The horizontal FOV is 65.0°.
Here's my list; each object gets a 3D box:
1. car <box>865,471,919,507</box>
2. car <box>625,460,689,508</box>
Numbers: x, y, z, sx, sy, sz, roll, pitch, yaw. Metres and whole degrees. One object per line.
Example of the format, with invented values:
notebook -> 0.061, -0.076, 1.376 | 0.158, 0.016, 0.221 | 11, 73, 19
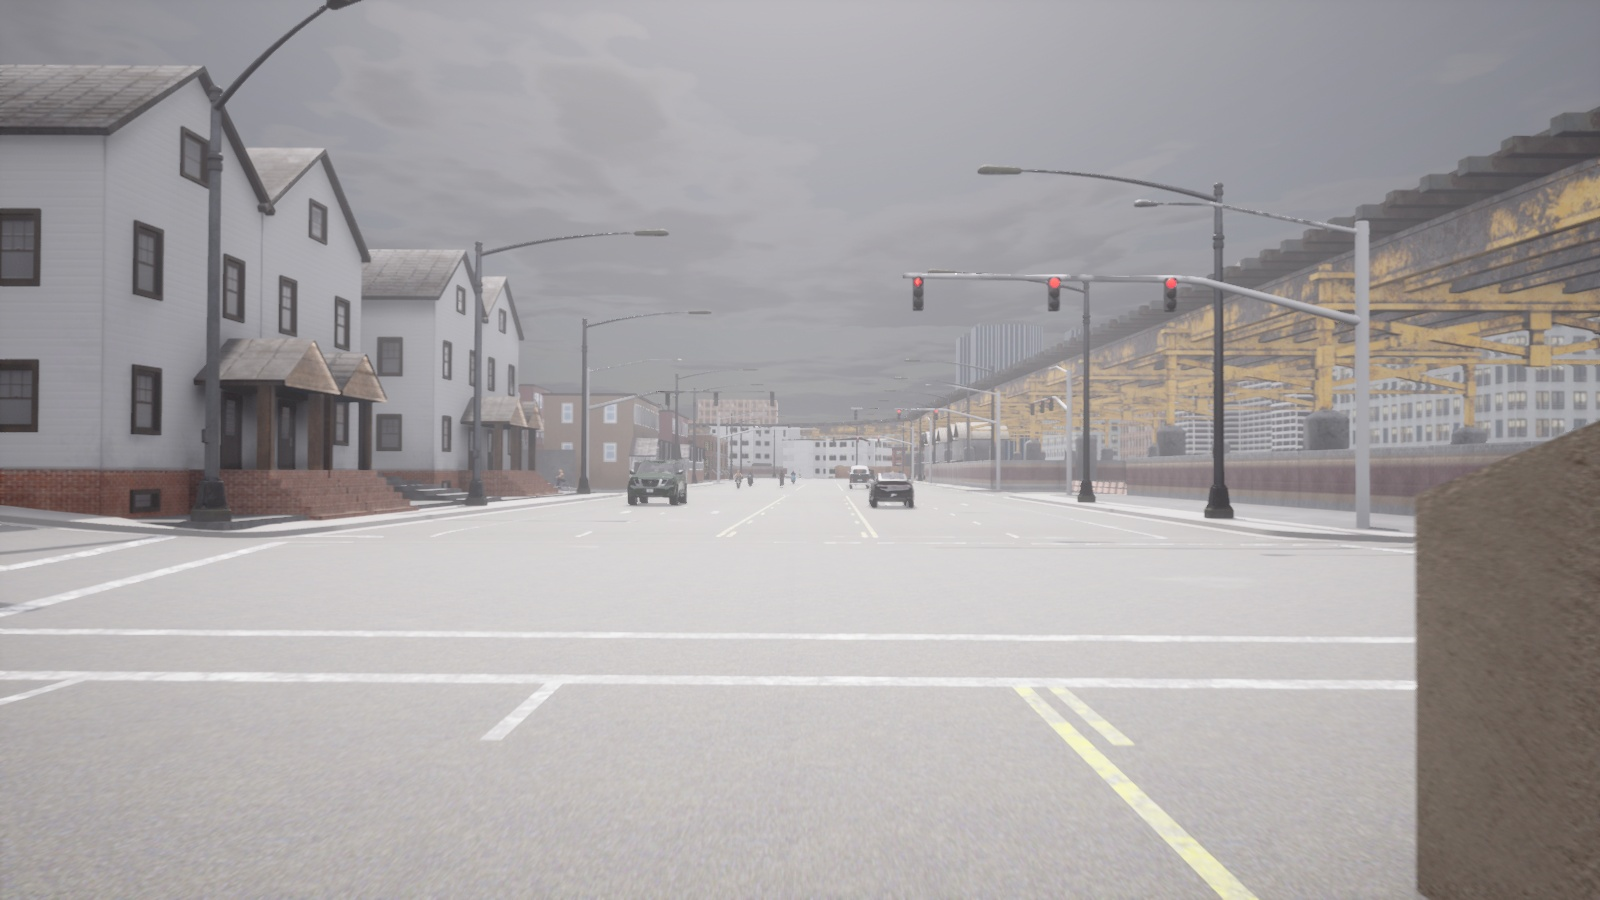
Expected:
car -> 4.023, 1.687, 55.686 | 2.128, 1.511, 4.902 | 0, -1, 1
car -> -6.444, 1.520, 57.355 | 2.150, 2.045, 5.566 | 0, -1, 1
